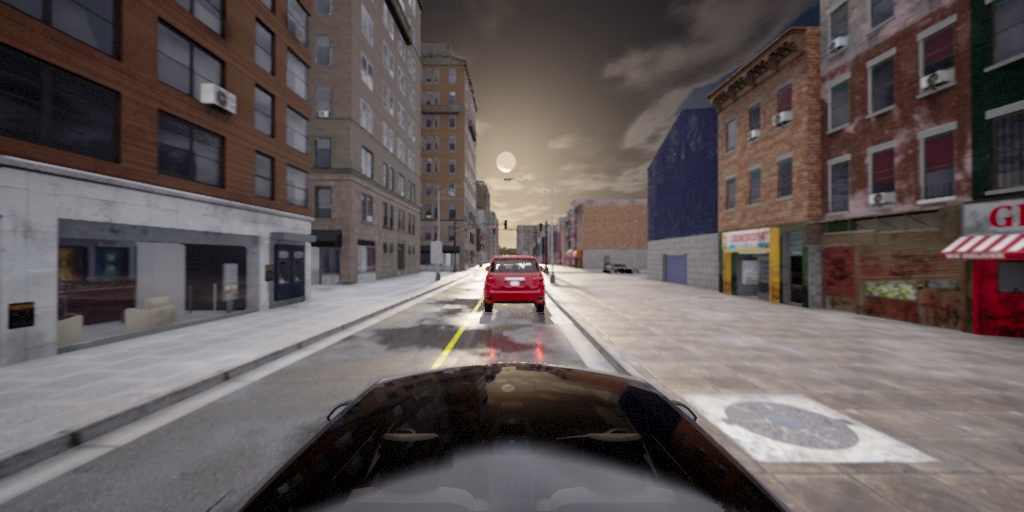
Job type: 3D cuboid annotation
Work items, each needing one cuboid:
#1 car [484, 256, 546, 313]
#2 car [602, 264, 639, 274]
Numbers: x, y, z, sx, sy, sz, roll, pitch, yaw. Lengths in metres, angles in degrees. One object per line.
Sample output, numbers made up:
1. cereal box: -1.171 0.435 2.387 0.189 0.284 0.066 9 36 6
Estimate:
1. car: 0.085 1.013 14.362 2.150 2.045 5.566 0 0 0
2. car: 13.163 1.587 43.636 4.313 1.339 1.948 0 0 0
